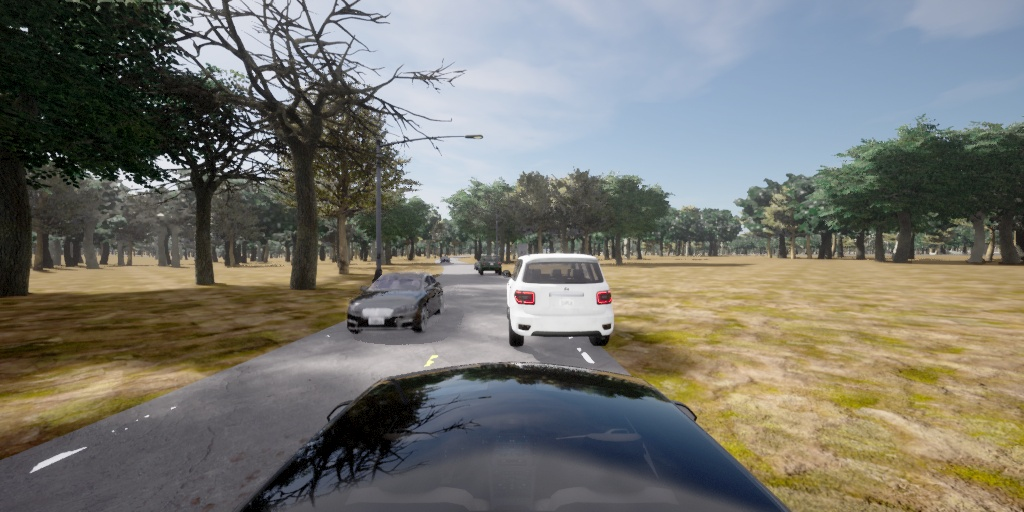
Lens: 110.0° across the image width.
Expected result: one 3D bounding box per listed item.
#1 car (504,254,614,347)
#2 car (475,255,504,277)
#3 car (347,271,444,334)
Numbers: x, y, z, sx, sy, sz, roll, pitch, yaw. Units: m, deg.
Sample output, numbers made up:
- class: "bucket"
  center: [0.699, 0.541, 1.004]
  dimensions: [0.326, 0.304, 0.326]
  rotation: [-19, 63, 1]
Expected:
- class: "car"
  center: [0.964, 0.967, 9.497]
  dimensions: [2.150, 2.045, 5.566]
  rotation: [0, 0, -2]
- class: "car"
  center: [-2.371, 0.899, 37.738]
  dimensions: [2.150, 2.045, 5.566]
  rotation: [0, 0, -9]
- class: "car"
  center: [-3.226, 1.235, 10.741]
  dimensions: [2.128, 1.511, 4.902]
  rotation: [0, 0, -2]
